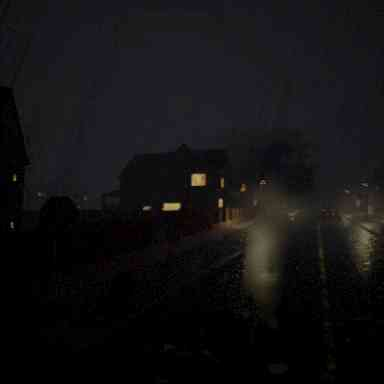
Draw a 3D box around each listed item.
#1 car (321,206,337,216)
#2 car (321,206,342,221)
[{"bbox_3d":[20.792,2.855,50.742,2.033,1.411,5.357,-1,-2,21],"label":"car"},{"bbox_3d":[15.954,2.486,37.838,2.033,1.411,5.357,-1,-2,20],"label":"car"}]
